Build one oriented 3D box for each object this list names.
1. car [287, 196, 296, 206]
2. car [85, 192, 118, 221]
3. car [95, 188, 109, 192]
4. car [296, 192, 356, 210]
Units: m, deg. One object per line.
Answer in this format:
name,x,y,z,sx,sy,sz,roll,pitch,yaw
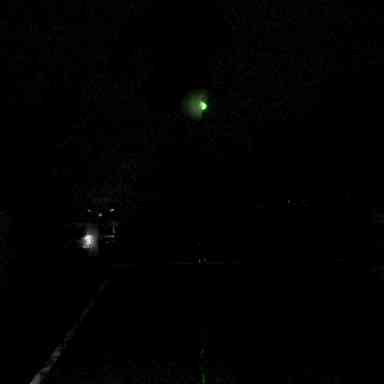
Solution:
car,12.163,0.749,34.232,4.902,1.511,2.128,1,1,-15
car,-5.854,1.004,21.815,1.812,1.442,4.674,0,2,-11
car,-12.597,0.178,46.845,1.882,1.535,5.008,-1,2,-18
car,12.509,0.954,30.703,4.718,1.301,1.895,1,1,-15
